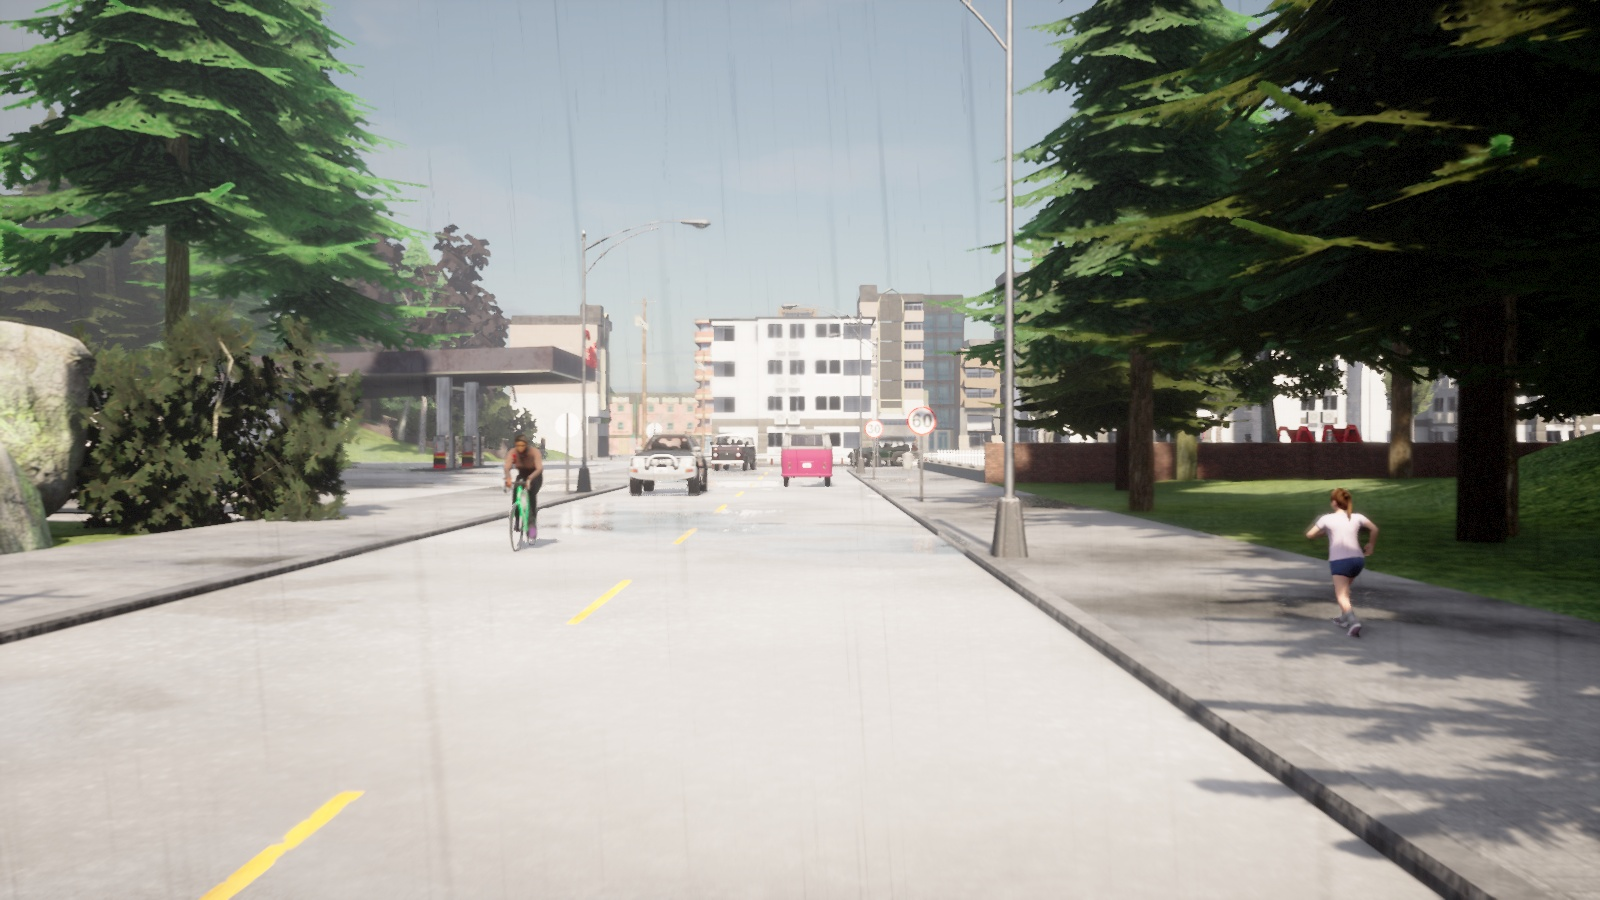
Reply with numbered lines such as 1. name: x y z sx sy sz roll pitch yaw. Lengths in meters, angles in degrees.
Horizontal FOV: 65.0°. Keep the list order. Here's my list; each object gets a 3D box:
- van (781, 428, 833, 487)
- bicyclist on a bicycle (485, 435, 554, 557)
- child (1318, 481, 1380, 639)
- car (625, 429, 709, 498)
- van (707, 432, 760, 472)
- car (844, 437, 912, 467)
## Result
1. van: 0.243 0.248 44.733 1.775 1.987 4.442 0 0 0
2. bicyclist on a bicycle: -3.885 0.597 17.494 0.582 1.620 1.656 0 1 0
3. child: 3.992 0.788 9.142 0.255 1.110 0.394 0 0 -4
4. car: -3.793 0.355 36.451 1.932 1.855 4.605 0 0 0
5. van: -3.529 0.088 67.352 2.069 2.038 4.480 0 0 7
6. car: 4.899 0.104 78.781 3.866 1.878 1.905 0 0 -14
